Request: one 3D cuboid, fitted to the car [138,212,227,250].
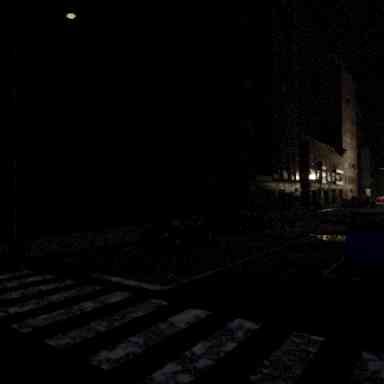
[{"bbox_3d":[-0.531,1.683,15.025,2.008,1.369,4.403,-1,-1,36],"label":"car"}]

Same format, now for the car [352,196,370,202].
[{"bbox_3d":[25.884,1.479,52.016,2.192,1.841,5.009,-1,-1,36],"label":"car"}]

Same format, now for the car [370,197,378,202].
[{"bbox_3d":[32.490,1.609,61.263,1.967,1.590,4.097,-1,-1,36],"label":"car"}]

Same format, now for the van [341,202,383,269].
[{"bbox_3d":[6.001,1.342,10.371,1.690,1.788,3.998,-1,-1,36],"label":"van"}]

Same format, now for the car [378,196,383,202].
[{"bbox_3d":[42.398,1.757,75.132,1.802,1.307,4.206,-1,-1,36],"label":"car"}]

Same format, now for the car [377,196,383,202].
[{"bbox_3d":[45.700,1.728,79.756,2.008,1.369,4.403,-1,-1,36],"label":"car"}]

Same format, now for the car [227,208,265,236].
[{"bbox_3d":[2.771,1.683,19.648,1.887,1.381,4.507,-1,-1,36],"label":"car"}]

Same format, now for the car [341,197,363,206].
[{"bbox_3d":[22.585,1.728,47.390,1.947,1.339,4.313,-1,-1,36],"label":"car"}]
